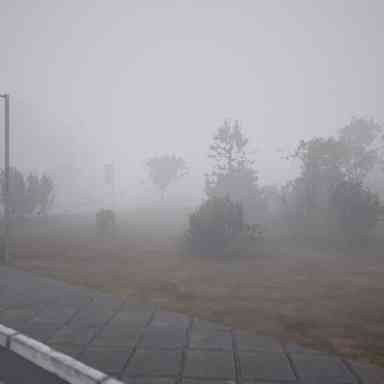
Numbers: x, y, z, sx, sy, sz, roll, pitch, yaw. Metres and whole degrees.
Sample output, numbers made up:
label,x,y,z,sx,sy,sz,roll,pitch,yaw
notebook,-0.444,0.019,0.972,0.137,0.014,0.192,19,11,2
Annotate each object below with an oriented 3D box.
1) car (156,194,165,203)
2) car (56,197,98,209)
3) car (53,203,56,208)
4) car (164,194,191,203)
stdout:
label,x,y,z,sx,sy,sz,roll,pitch,yaw
car,-5.265,1.203,62.217,1.882,1.535,5.008,0,1,37
car,-14.997,1.464,44.594,2.128,1.511,4.902,0,1,39
car,-17.620,1.574,46.916,1.895,1.301,4.718,0,0,39
car,-2.261,1.324,60.371,1.895,1.301,4.718,0,1,37
